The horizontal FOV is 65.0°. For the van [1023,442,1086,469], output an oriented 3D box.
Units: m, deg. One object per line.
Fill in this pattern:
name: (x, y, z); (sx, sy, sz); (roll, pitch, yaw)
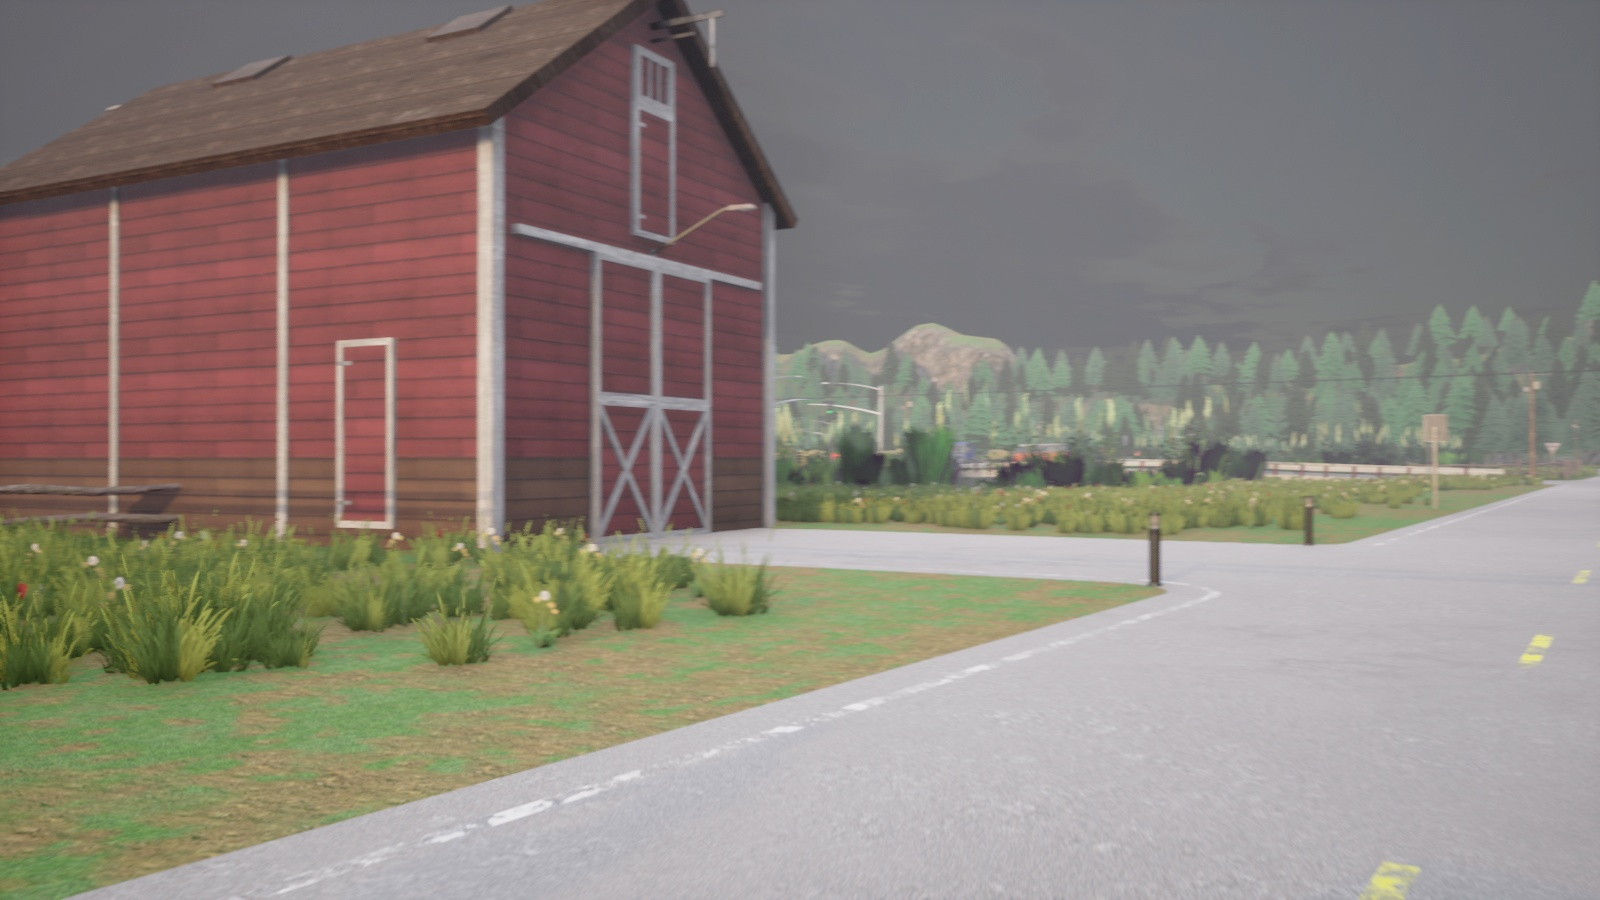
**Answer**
van: (19.758, 0.426, 97.489); (4.442, 1.987, 1.775); (-2, -1, 36)
